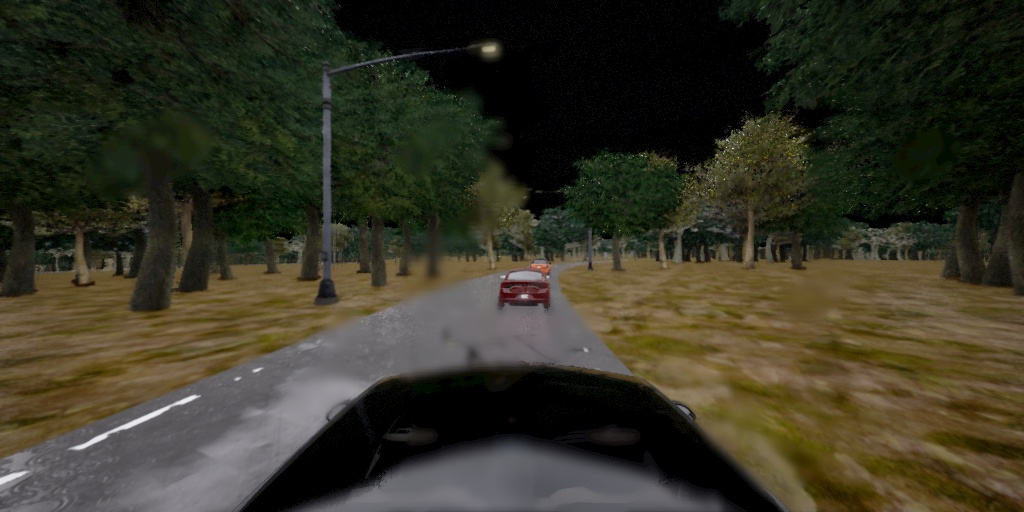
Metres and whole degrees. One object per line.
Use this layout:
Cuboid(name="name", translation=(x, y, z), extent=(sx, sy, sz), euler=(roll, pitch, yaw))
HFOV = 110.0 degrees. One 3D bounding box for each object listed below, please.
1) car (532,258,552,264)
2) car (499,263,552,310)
Cuboid(name="car", translation=(2.869, 1.061, 36.139), extent=(2.097, 1.767, 4.553), euler=(0, 0, 8))
Cuboid(name="car", translation=(0.570, 1.222, 14.664), extent=(1.882, 1.535, 5.008), euler=(0, 0, 3))
